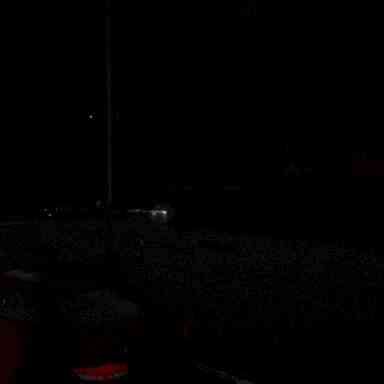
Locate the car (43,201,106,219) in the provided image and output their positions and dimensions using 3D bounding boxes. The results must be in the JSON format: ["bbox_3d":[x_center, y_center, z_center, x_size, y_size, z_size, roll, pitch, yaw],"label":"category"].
[{"bbox_3d":[-9.310,1.395,26.595,1.895,1.301,4.718,-1,0,36],"label":"car"}]

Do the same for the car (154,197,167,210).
[{"bbox_3d":[-2.166,1.199,36.493,1.837,1.490,4.892,-1,1,35],"label":"car"}]

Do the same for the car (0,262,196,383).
[{"bbox_3d":[-1.899,1.569,4.190,4.206,1.307,1.802,0,-1,36],"label":"car"}]
